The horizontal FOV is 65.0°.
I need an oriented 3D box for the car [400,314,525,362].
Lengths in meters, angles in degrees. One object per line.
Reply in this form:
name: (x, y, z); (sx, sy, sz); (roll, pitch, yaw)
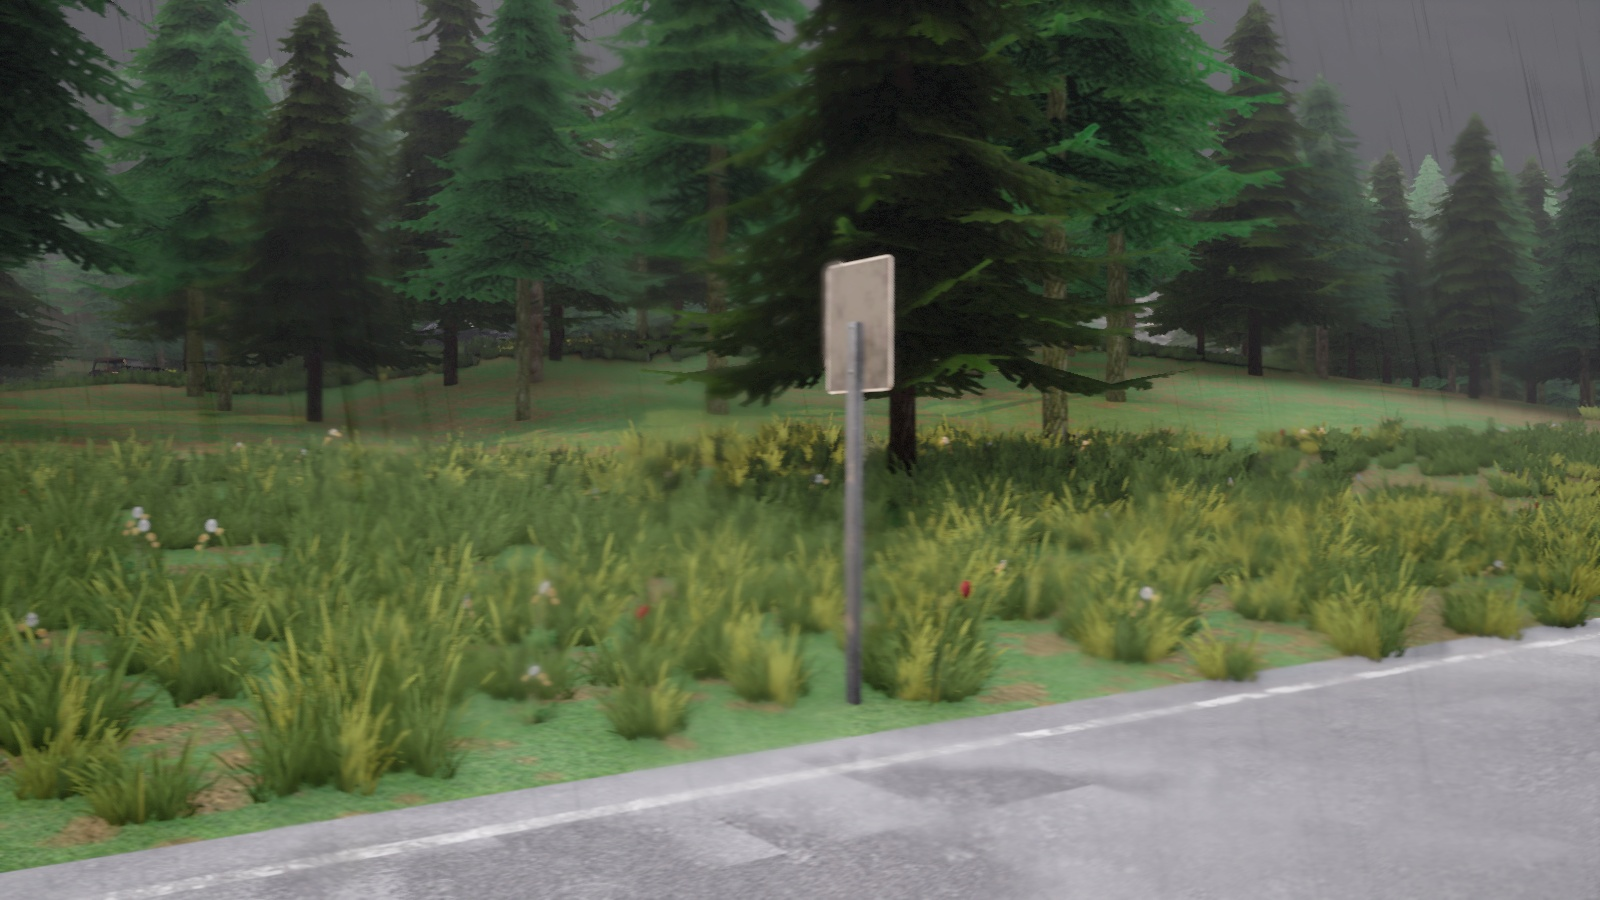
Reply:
car: (-14.942, -4.954, 55.701); (4.892, 1.490, 1.837); (-5, 0, 9)

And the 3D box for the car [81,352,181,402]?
car: (-32.512, -3.525, 61.062); (3.866, 1.878, 1.905); (-5, -2, 13)
